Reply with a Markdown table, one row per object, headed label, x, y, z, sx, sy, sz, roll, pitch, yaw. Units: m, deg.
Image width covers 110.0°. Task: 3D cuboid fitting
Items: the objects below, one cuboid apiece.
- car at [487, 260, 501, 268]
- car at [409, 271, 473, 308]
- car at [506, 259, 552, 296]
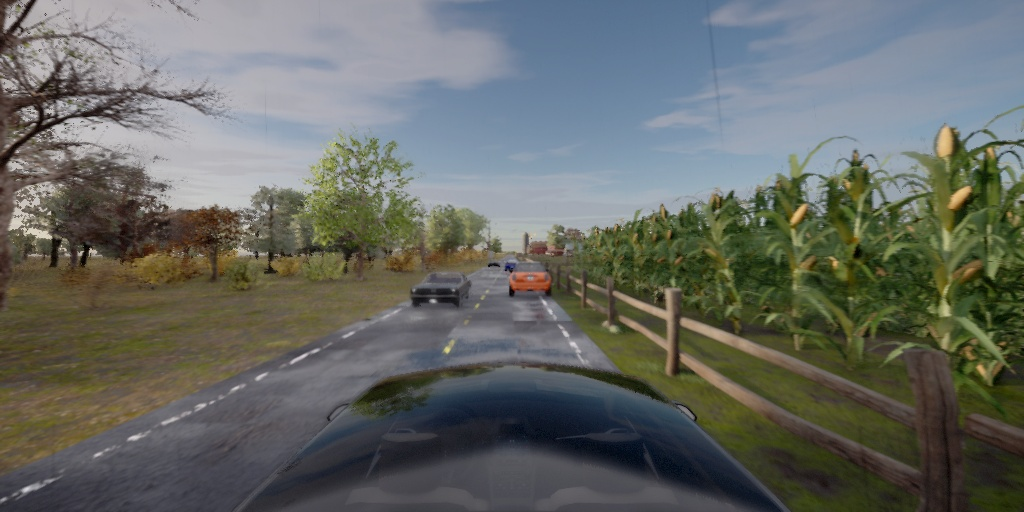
| label | x | y | z | sx | sy | sz | roll | pitch | yaw |
| --- | --- | --- | --- | --- | --- | --- | --- | --- | --- |
| car | -2.795 | 1.230 | 56.272 | 1.895 | 1.301 | 4.718 | 0 | 0 | 1 |
| car | -2.847 | 1.332 | 15.213 | 1.895 | 1.301 | 4.718 | 0 | 0 | 0 |
| car | 0.905 | 1.075 | 19.190 | 2.097 | 1.767 | 4.553 | 0 | 0 | 1 |
